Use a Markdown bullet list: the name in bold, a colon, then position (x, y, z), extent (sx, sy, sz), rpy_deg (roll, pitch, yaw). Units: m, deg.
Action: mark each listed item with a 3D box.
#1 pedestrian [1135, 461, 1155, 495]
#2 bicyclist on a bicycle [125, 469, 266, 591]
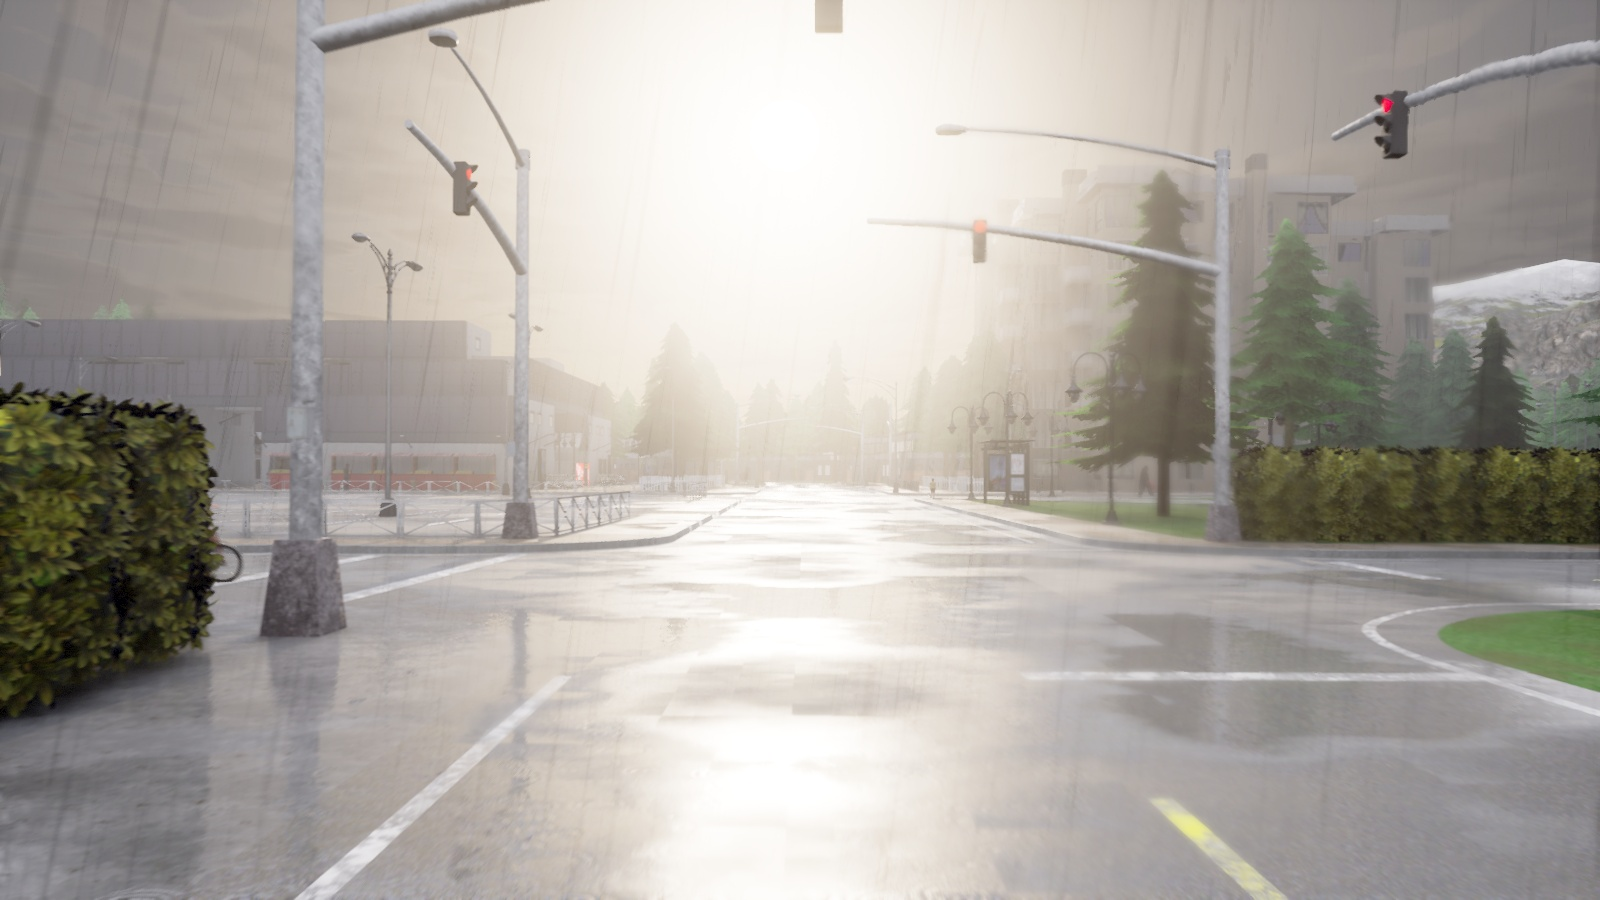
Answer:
- **pedestrian**: position (19.097, 1.545, 69.483), extent (0.899, 1.844, 0.634), rpy_deg (0, -1, -2)
- **bicyclist on a bicycle**: position (-8.240, 1.073, 17.173), extent (1.509, 1.612, 0.866), rpy_deg (0, -1, 0)
